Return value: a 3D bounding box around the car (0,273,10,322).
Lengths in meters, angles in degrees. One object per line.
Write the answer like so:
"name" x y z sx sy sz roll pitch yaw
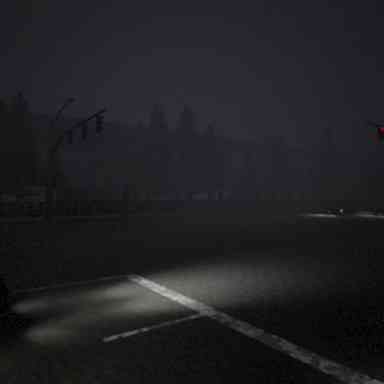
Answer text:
"car" -5.191 1.479 4.365 4.902 1.511 2.128 0 0 -35

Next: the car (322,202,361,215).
"car" 17.000 1.800 37.625 5.357 1.411 2.033 0 0 -36

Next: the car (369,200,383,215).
"car" 21.930 1.804 36.844 4.674 1.442 1.812 1 0 -36

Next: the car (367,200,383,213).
"car" 24.995 1.801 43.335 5.008 1.535 1.882 0 0 -35
